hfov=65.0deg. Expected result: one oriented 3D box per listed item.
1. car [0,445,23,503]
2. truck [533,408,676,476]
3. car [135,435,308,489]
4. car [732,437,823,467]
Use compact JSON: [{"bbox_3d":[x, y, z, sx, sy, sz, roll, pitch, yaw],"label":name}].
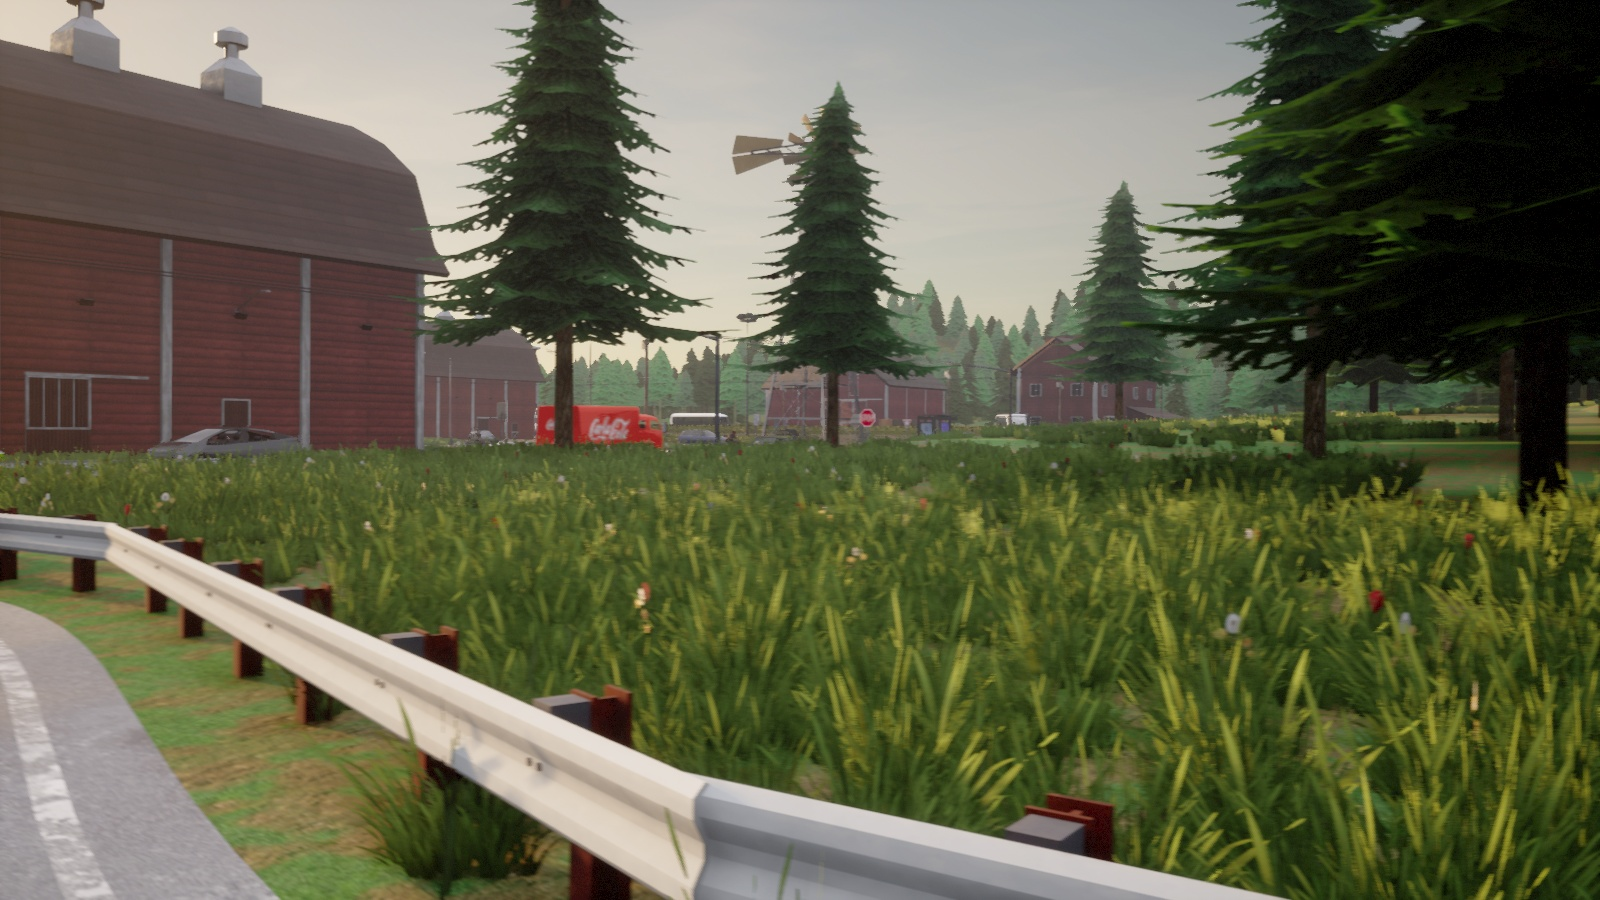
[{"bbox_3d":[-20.011,0.586,29.832,1.481,1.376,2.207,0,1,34],"label":"car"},{"bbox_3d":[-7.468,-0.328,48.560,2.627,2.467,5.204,0,1,34],"label":"truck"},{"bbox_3d":[-17.956,0.331,39.168,2.007,1.525,4.514,0,1,34],"label":"car"},{"bbox_3d":[-0.995,0.068,58.245,1.895,1.301,4.718,0,1,34],"label":"car"}]
